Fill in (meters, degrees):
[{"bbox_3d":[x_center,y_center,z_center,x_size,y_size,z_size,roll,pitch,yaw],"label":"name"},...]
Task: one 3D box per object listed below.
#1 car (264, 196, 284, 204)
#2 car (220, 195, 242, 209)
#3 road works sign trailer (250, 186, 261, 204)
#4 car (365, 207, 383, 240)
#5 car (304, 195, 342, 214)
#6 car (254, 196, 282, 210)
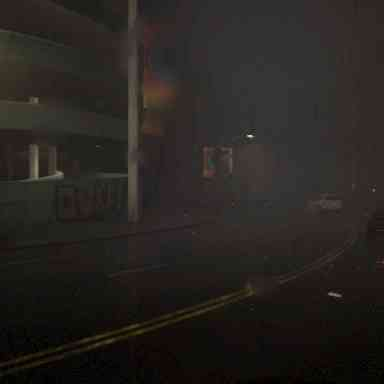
[{"bbox_3d":[16.624,1.621,67.361,2.231,1.521,4.892,0,0,-9],"label":"car"},{"bbox_3d":[5.797,1.604,48.152,1.837,1.490,4.892,0,0,-9],"label":"car"},{"bbox_3d":[13.165,0.608,69.508,2.380,3.560,2.880,0,0,-9],"label":"road works sign trailer"},{"bbox_3d":[9.926,1.542,16.852,1.837,1.490,4.892,1,0,28],"label":"car"},{"bbox_3d":[14.298,1.299,36.494,2.150,2.045,5.566,0,0,-3],"label":"car"},{"bbox_3d":[9.835,1.570,44.795,1.882,1.535,5.008,0,0,-8],"label":"car"}]
